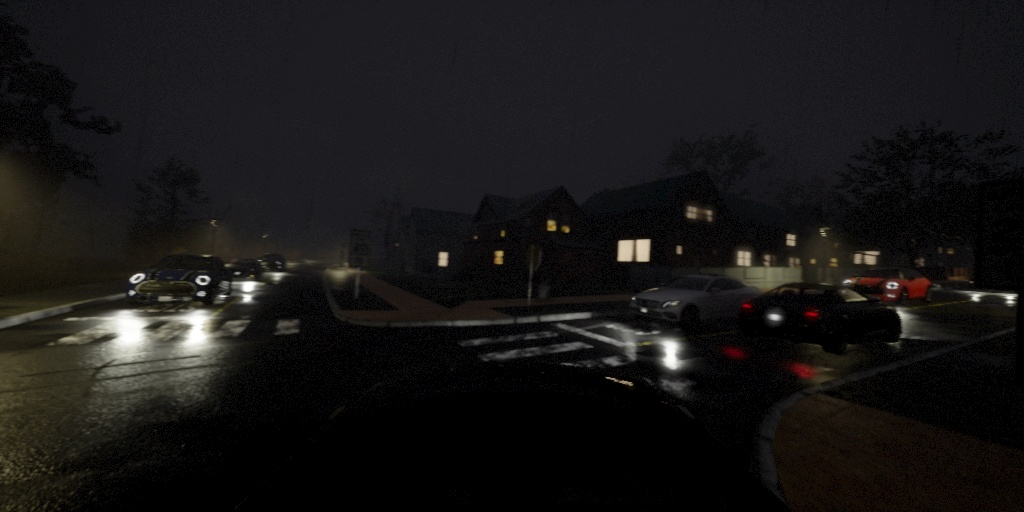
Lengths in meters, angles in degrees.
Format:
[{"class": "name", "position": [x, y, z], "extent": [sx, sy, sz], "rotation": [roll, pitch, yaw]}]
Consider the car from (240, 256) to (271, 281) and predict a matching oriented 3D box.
[{"class": "car", "position": [-17.499, 0.841, 23.456], "extent": [1.994, 1.385, 4.181], "rotation": [5, -2, -28]}]

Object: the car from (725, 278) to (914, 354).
[{"class": "car", "position": [7.579, 1.355, 8.825], "extent": [4.181, 1.385, 1.994], "rotation": [1, 0, -27]}]

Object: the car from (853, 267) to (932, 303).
[{"class": "car", "position": [18.272, 1.352, 17.514], "extent": [4.553, 1.767, 2.097], "rotation": [1, 0, -27]}]

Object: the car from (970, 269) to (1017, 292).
[{"class": "car", "position": [36.791, 1.568, 26.926], "extent": [5.566, 2.045, 2.150], "rotation": [1, 0, -27]}]

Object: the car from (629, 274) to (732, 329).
[{"class": "car", "position": [5.834, 1.293, 11.171], "extent": [4.674, 1.442, 1.812], "rotation": [1, 0, -26]}]

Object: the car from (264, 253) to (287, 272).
[{"class": "car", "position": [-23.356, 0.546, 34.934], "extent": [2.097, 1.767, 4.553], "rotation": [5, -2, -26]}]

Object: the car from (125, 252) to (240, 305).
[{"class": "car", "position": [-11.827, 0.725, 13.122], "extent": [2.097, 1.767, 4.553], "rotation": [5, -2, -29]}]
